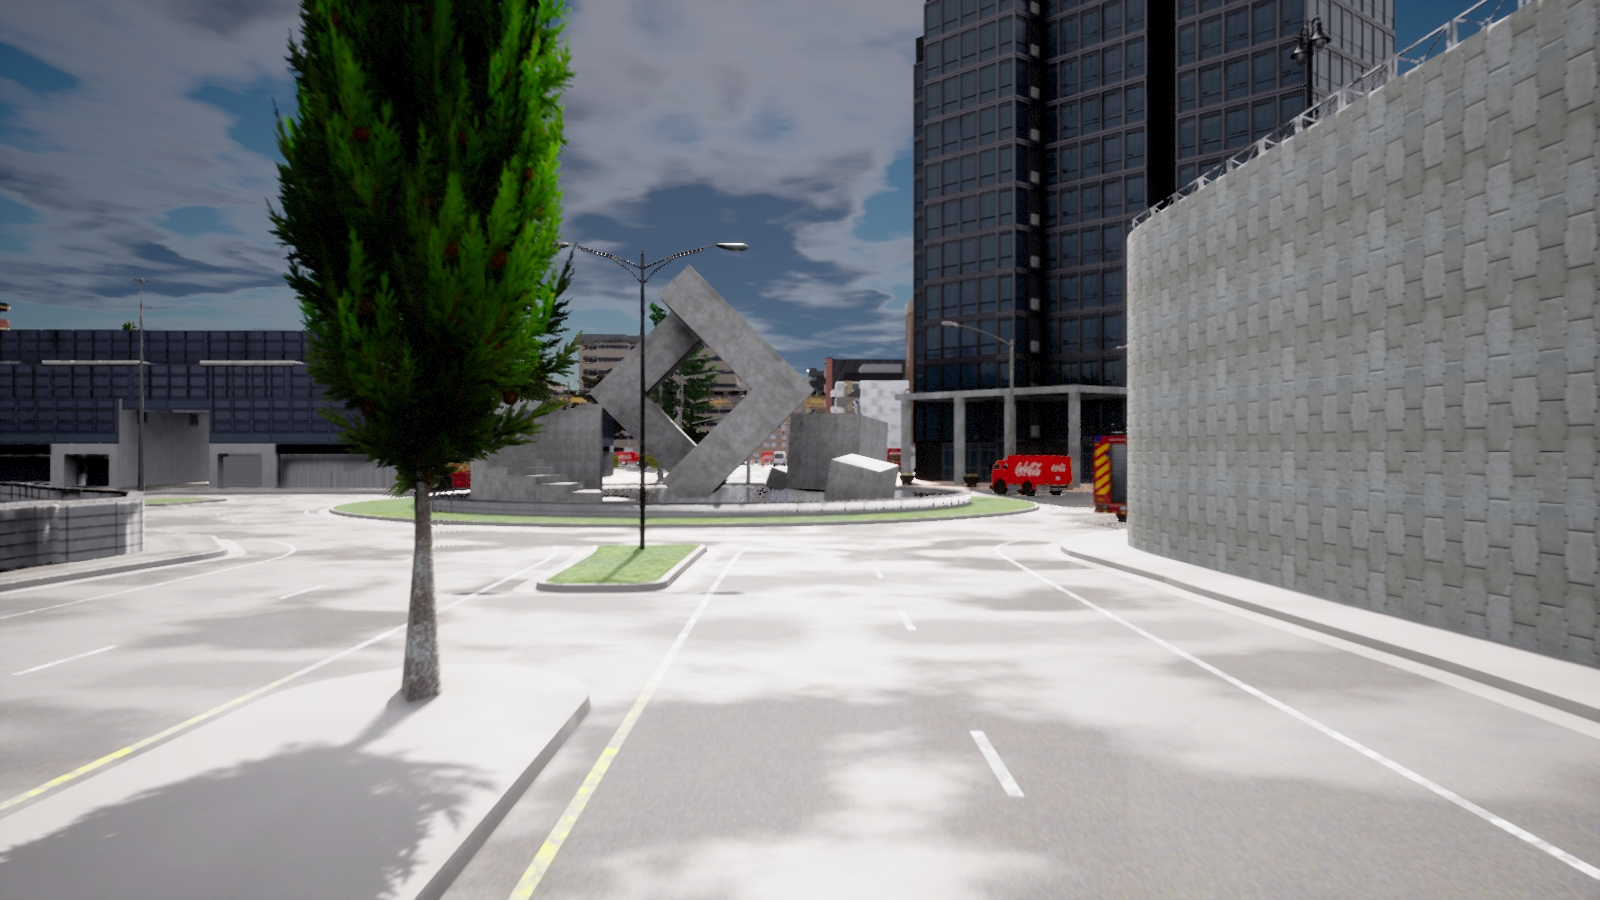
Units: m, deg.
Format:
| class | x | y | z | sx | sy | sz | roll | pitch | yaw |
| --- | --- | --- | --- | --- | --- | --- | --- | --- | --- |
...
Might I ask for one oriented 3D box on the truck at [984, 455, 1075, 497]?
| class | x | y | z | sx | sy | sz | roll | pitch | yaw |
| --- | --- | --- | --- | --- | --- | --- | --- | --- | --- |
| truck | 14.058 | 1.563 | 70.282 | 2.627 | 2.467 | 5.204 | 1 | 0 | -32 |
